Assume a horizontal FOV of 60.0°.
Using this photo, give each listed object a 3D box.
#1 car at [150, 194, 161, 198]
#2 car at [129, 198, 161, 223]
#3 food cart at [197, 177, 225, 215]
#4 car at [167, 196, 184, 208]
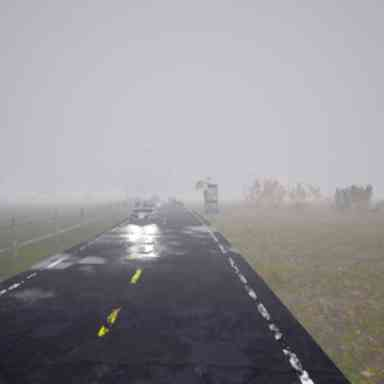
[{"bbox_3d":[-7.288,1.261,65.916,2.097,1.767,4.553,0,0,-7],"label":"car"},{"bbox_3d":[-3.568,1.427,25.204,2.128,1.511,4.902,0,0,-3],"label":"car"},{"bbox_3d":[1.856,0.393,34.294,2.280,3.560,4.660,-1,-1,-4],"label":"food cart"},{"bbox_3d":[-2.116,1.516,45.491,1.895,1.301,4.718,0,0,-5],"label":"car"}]
